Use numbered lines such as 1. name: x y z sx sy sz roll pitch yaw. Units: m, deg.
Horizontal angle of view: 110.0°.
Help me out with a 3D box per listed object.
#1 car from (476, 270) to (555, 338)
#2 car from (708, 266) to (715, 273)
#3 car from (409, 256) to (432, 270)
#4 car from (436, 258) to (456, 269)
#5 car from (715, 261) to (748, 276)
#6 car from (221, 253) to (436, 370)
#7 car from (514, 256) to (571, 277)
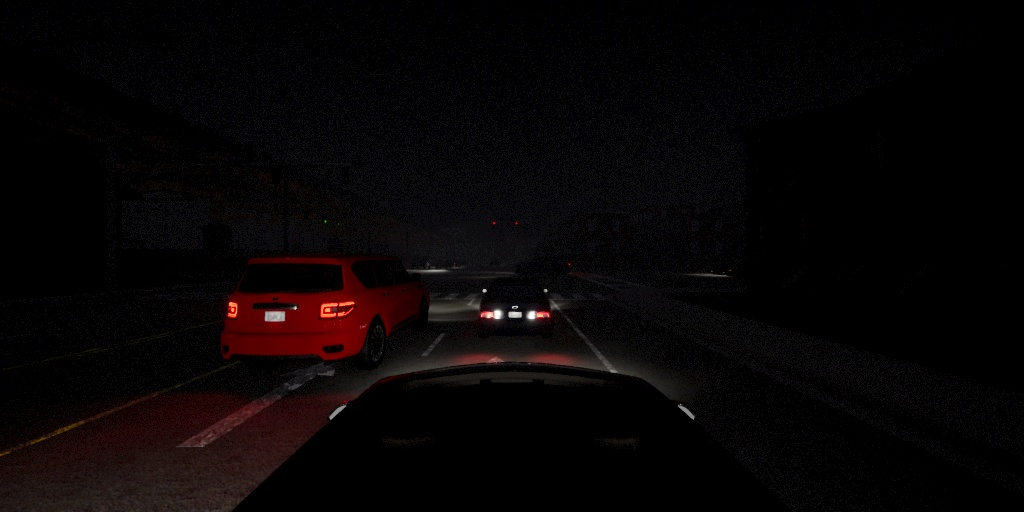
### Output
1. car: 0.085 1.297 10.146 2.033 1.411 5.357 0 0 0
2. car: 24.647 1.297 39.393 5.357 1.411 2.033 0 0 0
3. car: -14.059 0.971 55.623 2.150 2.045 5.566 0 0 0
4. car: -10.563 1.241 55.415 2.128 1.511 4.902 0 0 0
5. car: 23.864 1.297 35.894 5.357 1.411 2.033 0 0 0
6. car: -3.424 0.971 7.893 2.150 2.045 5.566 0 0 0
7. car: 2.972 0.974 34.883 5.566 2.045 2.150 0 -1 -14
